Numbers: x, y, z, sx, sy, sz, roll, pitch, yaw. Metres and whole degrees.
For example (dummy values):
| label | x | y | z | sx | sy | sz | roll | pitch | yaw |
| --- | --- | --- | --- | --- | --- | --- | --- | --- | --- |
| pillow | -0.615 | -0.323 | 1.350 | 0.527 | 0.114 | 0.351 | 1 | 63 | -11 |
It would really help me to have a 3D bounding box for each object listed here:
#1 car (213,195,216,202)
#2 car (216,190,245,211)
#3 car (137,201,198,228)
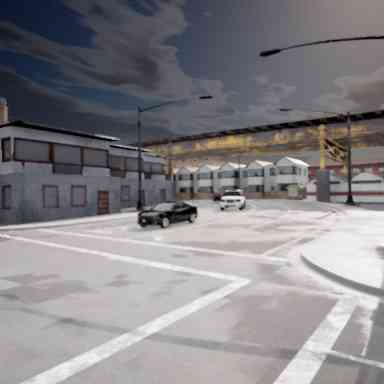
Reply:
| label | x | y | z | sx | sy | sz | roll | pitch | yaw |
| --- | --- | --- | --- | --- | --- | --- | --- | --- | --- |
| car | 4.755 | 0.943 | 53.995 | 2.033 | 1.411 | 5.357 | -1 | 0 | -11 |
| car | 4.324 | 0.797 | 34.732 | 2.150 | 2.045 | 5.566 | -1 | 1 | 14 |
| car | -1.493 | 1.373 | 21.590 | 1.882 | 1.535 | 5.008 | -1 | 1 | 32 |
